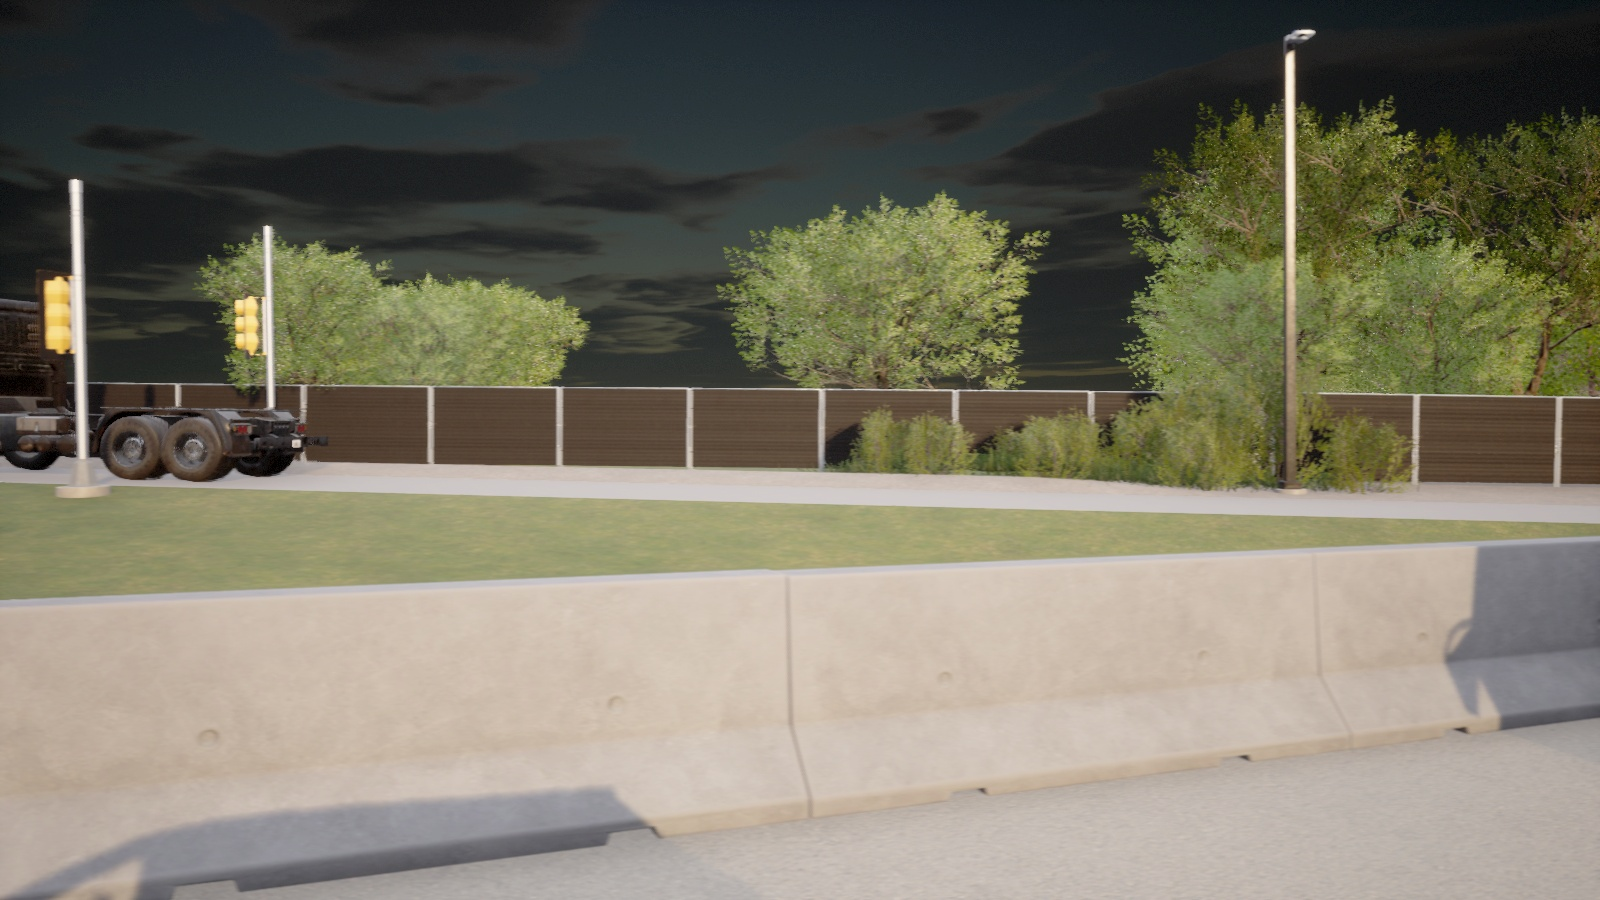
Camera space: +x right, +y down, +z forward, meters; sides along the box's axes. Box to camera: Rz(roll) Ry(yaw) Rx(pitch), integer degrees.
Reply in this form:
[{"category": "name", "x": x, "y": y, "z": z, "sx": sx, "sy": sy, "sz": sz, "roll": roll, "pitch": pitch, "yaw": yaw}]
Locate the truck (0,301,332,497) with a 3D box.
[{"category": "truck", "x": -13.476, "y": -0.947, "z": 24.076, "sx": 7.936, "sy": 3.462, "sz": 2.891, "roll": 0, "pitch": 2, "yaw": 6}]
